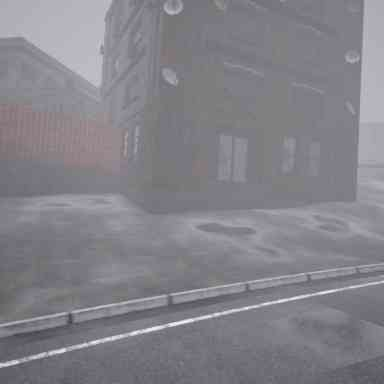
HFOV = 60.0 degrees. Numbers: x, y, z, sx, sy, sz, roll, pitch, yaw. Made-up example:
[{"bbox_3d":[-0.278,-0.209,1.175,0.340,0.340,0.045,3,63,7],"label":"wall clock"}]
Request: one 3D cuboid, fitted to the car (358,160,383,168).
[{"bbox_3d":[22.558,-3.265,42.061,4.553,1.767,2.185,2,-3,16],"label":"car"}]
